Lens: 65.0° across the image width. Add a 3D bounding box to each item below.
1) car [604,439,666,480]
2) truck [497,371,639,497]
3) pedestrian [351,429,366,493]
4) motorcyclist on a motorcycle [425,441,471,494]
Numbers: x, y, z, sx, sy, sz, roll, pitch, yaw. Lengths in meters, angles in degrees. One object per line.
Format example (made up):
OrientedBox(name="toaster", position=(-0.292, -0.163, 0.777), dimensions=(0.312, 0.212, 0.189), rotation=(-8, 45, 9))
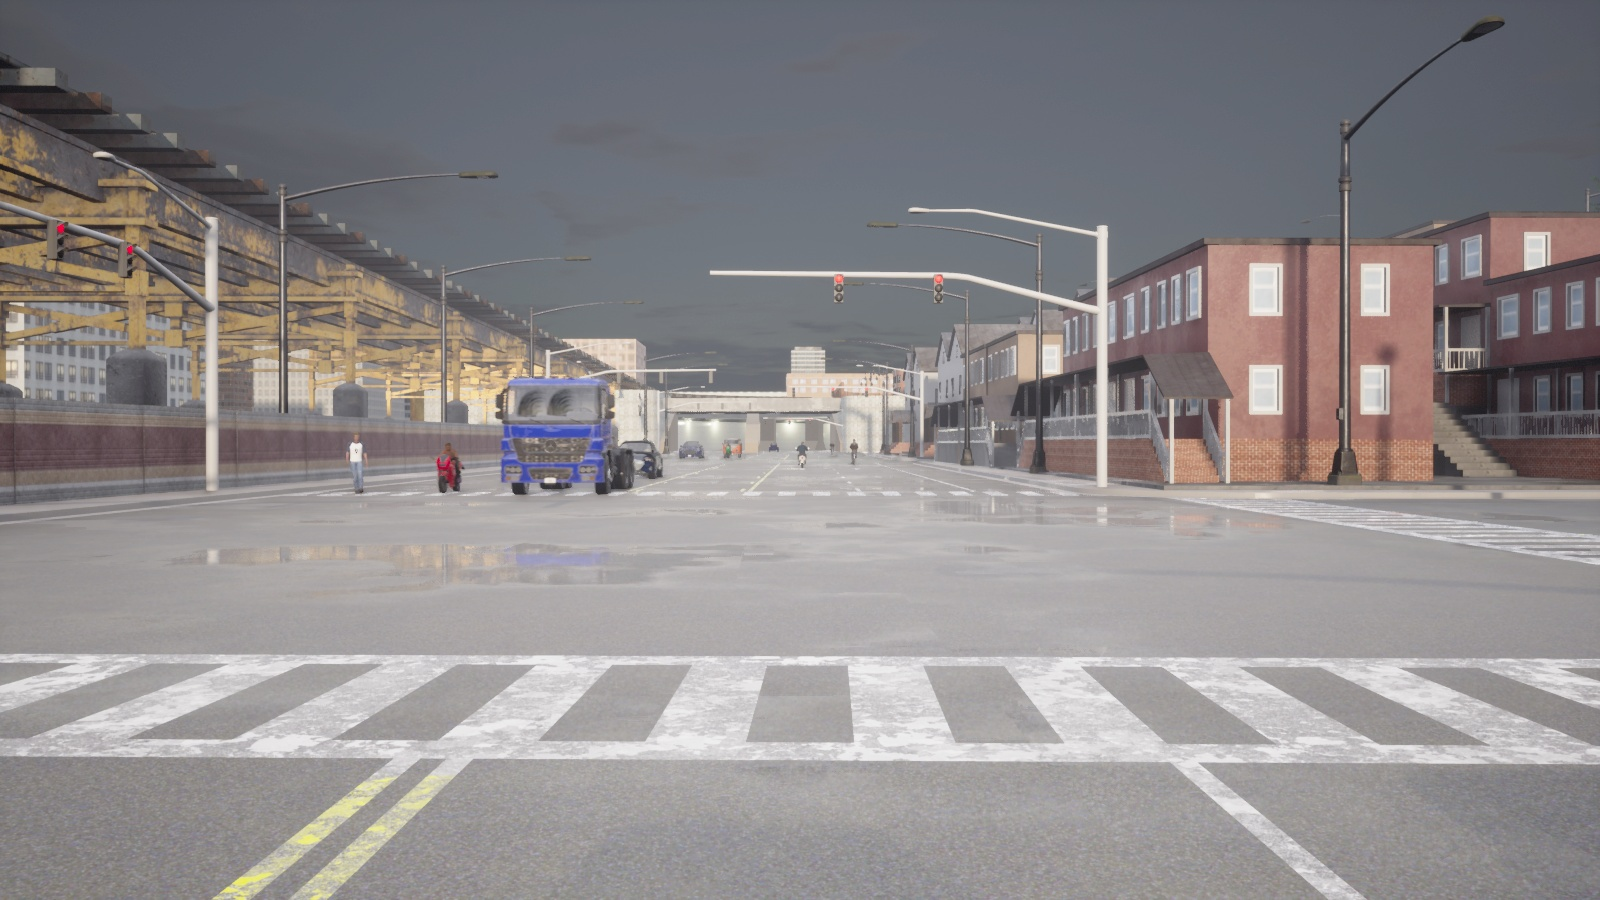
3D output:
OrientedBox(name="car", position=(-6.904, 0.372, 53.010), dimensions=(2.033, 1.649, 4.856), rotation=(0, 0, -1))
OrientedBox(name="truck", position=(-6.898, -0.458, 38.559), dimensions=(2.891, 3.462, 7.936), rotation=(0, 0, 0))
OrientedBox(name="pedestrian", position=(-12.802, 0.316, 36.412), dimensions=(0.354, 1.836, 0.706), rotation=(0, 0, -23))
OrientedBox(name="motorcyclist on a motorcycle", position=(-10.424, 0.510, 37.246), dimensions=(0.797, 1.523, 2.044), rotation=(0, 0, 0))
